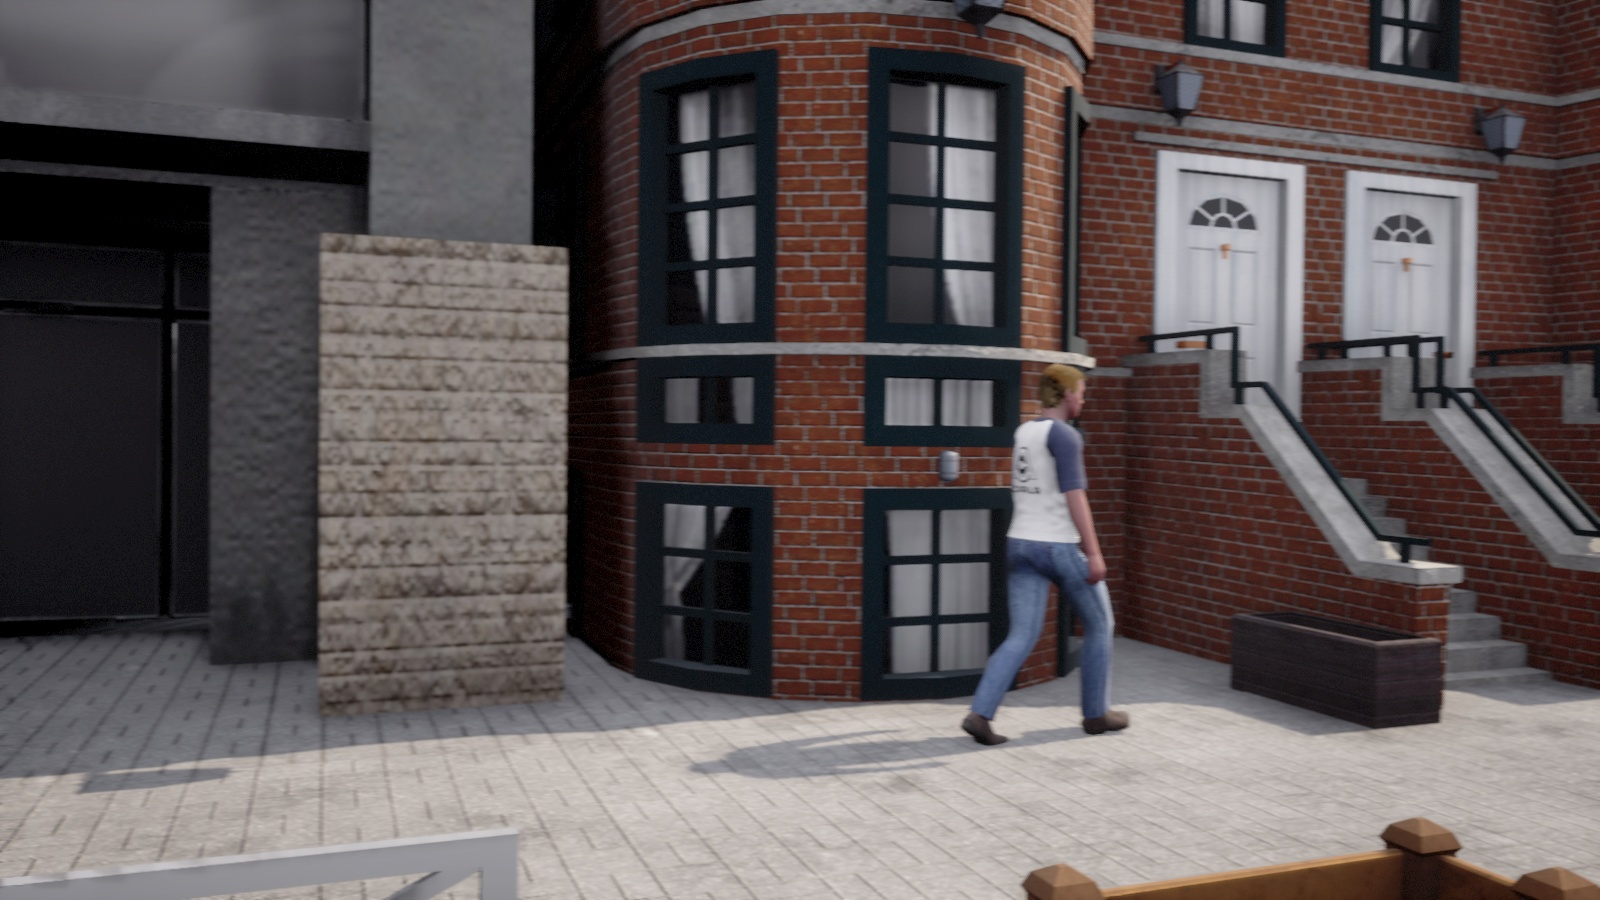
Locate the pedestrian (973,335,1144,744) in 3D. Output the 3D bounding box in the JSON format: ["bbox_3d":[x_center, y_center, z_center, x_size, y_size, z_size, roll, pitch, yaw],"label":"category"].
[{"bbox_3d":[1.221,0.398,5.936,0.706,1.836,0.354,-1,1,-23],"label":"pedestrian"}]
